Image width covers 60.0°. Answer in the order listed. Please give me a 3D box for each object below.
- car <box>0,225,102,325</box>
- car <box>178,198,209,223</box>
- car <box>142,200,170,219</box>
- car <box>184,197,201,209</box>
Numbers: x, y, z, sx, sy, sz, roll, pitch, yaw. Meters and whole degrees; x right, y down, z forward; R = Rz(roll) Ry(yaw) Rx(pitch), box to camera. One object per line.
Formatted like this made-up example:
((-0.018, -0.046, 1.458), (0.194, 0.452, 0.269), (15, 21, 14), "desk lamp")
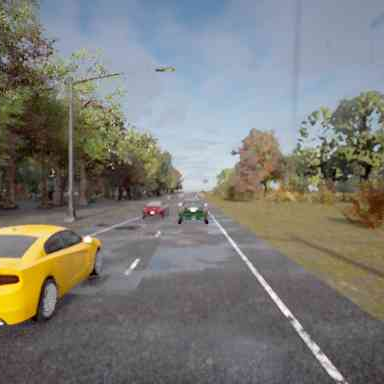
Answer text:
((-3.395, 1.447, 7.178), (1.882, 1.535, 5.008), (0, 0, 0), "car")
((0.087, 1.252, 24.516), (2.097, 1.767, 4.553), (0, 0, 0), "car")
((-2.968, 1.412, 27.819), (1.812, 1.442, 4.674), (0, 0, 2), "car")
((0.080, 1.391, 42.770), (1.994, 1.385, 4.181), (0, 0, 0), "car")
